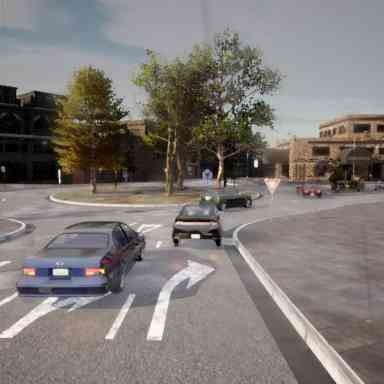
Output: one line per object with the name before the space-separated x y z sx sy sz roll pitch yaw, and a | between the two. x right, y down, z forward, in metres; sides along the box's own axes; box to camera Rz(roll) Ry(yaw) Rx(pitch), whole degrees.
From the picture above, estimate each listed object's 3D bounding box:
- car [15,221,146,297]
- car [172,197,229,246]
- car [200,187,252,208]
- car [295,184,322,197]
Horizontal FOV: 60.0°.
car | -2.428 1.472 8.660 2.033 1.411 5.357 0 1 0
car | 0.340 1.244 14.083 2.128 1.511 4.902 0 2 5
car | 2.617 0.391 25.225 2.097 1.767 4.553 5 7 44
car | 12.427 -0.237 35.742 1.895 1.301 4.718 1 5 7
